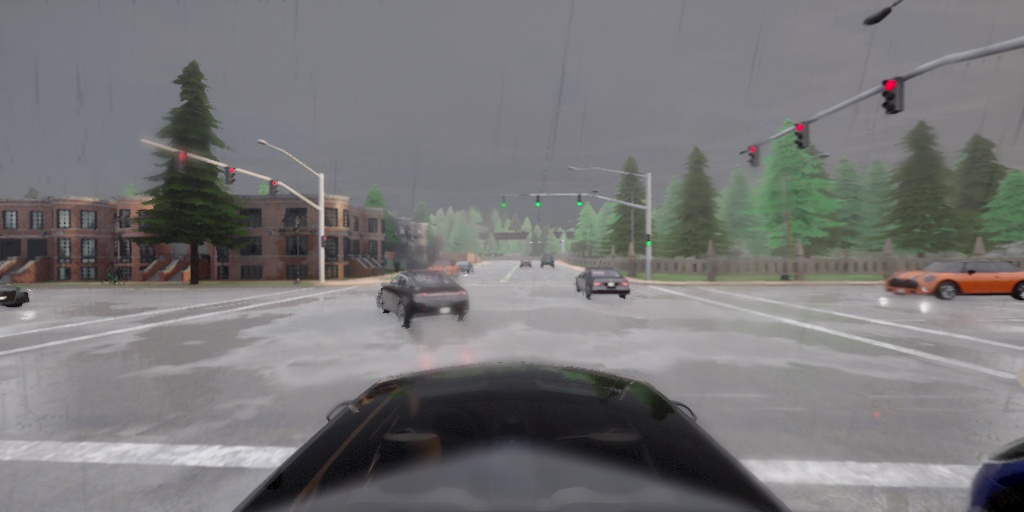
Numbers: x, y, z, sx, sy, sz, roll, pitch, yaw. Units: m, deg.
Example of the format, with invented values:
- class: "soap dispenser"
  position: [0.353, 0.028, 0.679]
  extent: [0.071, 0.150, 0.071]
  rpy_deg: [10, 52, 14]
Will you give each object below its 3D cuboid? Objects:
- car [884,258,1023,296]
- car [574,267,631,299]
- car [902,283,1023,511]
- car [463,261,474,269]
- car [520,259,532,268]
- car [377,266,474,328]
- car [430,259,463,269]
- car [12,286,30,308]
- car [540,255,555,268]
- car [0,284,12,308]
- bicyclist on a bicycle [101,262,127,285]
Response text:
- class: "car"
  position: [19.329, 0.948, 15.664]
  extent: [4.553, 1.767, 2.097]
  rpy_deg: [0, 0, 2]
- class: "car"
  position: [4.293, 1.247, 17.699]
  extent: [2.033, 1.411, 5.357]
  rpy_deg: [0, 0, 2]
- class: "car"
  position: [3.614, 1.079, 0.103]
  extent: [2.097, 1.767, 4.553]
  rpy_deg: [0, 0, 2]
- class: "car"
  position: [-5.509, 1.264, 40.906]
  extent: [1.812, 1.442, 4.674]
  rpy_deg: [0, 0, 3]
- class: "car"
  position: [2.254, 1.187, 58.244]
  extent: [1.812, 1.442, 4.674]
  rpy_deg: [0, 0, 2]
- class: "car"
  position: [-3.043, 1.250, 11.695]
  extent: [2.128, 1.511, 4.902]
  rpy_deg: [0, 0, -31]
- class: "car"
  position: [-5.903, 1.106, 30.981]
  extent: [2.097, 1.767, 4.553]
  rpy_deg: [0, 0, 2]
- class: "car"
  position: [-21.662, 1.452, 13.858]
  extent: [4.181, 1.385, 1.994]
  rpy_deg: [0, 0, 1]
- class: "car"
  position: [5.765, 0.858, 58.452]
  extent: [2.150, 2.045, 5.566]
  rpy_deg: [0, 0, 2]
- class: "car"
  position: [-18.109, 1.372, 10.292]
  extent: [4.892, 1.490, 1.837]
  rpy_deg: [0, 0, 2]
- class: "bicyclist on a bicycle"
  position: [-27.867, 1.220, 25.112]
  extent: [0.582, 1.620, 1.656]
  rpy_deg: [0, 0, 1]
